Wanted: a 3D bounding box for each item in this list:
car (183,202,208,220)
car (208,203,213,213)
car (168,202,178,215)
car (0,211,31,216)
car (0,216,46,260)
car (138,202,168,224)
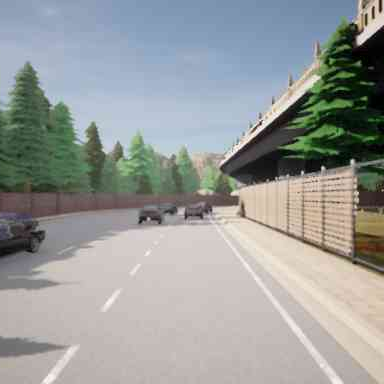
[{"bbox_3d":[0.177,1.905,33.300,2.128,1.511,4.902,0,-1,1],"label":"car"},{"bbox_3d":[1.499,2.073,44.117,1.812,1.442,4.674,0,-1,14],"label":"car"},{"bbox_3d":[-2.825,1.989,40.148,2.128,1.511,4.902,0,-1,6],"label":"car"},{"bbox_3d":[-10.543,1.796,19.082,1.994,1.385,4.181,0,-1,1],"label":"car"},{"bbox_3d":[-7.055,1.743,11.684,1.895,1.301,4.718,0,-1,0],"label":"car"},{"bbox_3d":[-3.348,1.855,28.238,1.837,1.490,4.892,0,0,0],"label":"car"}]
